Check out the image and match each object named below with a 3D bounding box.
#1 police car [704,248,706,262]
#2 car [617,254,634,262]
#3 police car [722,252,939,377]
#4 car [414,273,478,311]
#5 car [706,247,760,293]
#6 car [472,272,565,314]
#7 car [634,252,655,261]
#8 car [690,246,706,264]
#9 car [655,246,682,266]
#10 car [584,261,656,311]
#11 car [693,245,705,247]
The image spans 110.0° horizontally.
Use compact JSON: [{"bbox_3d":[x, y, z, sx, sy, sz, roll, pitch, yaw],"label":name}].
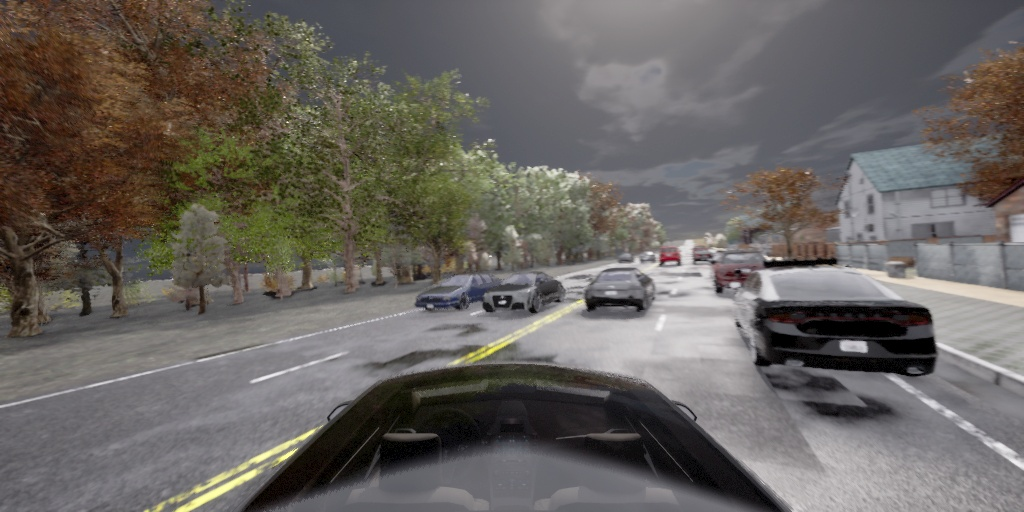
[{"bbox_3d":[12.622,0.446,21.024,1.930,1.638,5.238,-4,0,27],"label":"police car"},{"bbox_3d":[17.114,0.383,53.628,2.033,1.411,5.357,-4,0,28],"label":"car"},{"bbox_3d":[5.389,0.851,6.759,1.930,1.638,5.238,-4,0,27],"label":"police car"},{"bbox_3d":[-1.969,1.481,16.125,2.033,1.411,5.357,-4,0,27],"label":"car"},{"bbox_3d":[9.842,0.528,15.551,2.097,1.767,4.553,-4,0,27],"label":"car"},{"bbox_3d":[0.555,1.328,13.923,1.994,1.385,4.181,-4,0,27],"label":"car"},{"bbox_3d":[18.985,0.196,50.192,2.128,1.511,4.902,-4,0,27],"label":"car"},{"bbox_3d":[20.597,0.074,38.855,1.837,1.490,4.892,-4,0,27],"label":"car"},{"bbox_3d":[18.055,-0.041,40.879,2.150,2.045,5.566,-4,0,27],"label":"car"},{"bbox_3d":[4.066,1.101,13.242,1.994,1.385,4.181,-4,0,27],"label":"car"},{"bbox_3d":[28.389,-0.659,54.304,2.150,2.045,5.566,-4,0,27],"label":"car"}]
